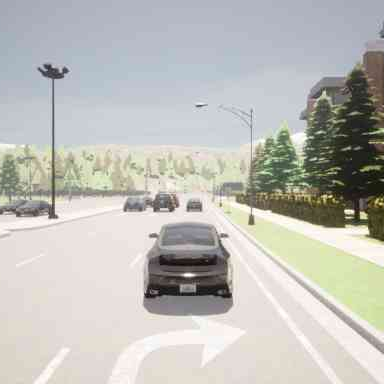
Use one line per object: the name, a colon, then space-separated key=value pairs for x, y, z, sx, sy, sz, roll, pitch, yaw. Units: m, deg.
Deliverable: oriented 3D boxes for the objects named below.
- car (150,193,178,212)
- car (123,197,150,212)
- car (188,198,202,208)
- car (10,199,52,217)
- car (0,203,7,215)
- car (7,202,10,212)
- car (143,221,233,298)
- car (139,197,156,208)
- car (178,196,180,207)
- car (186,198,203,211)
car: x=-3.216 y=1.221 z=38.798 sx=2.150 sy=2.045 sz=5.566 roll=0 pitch=0 yaw=1
car: x=-6.705 y=1.352 z=39.537 sx=2.097 sy=1.767 sz=4.553 roll=0 pitch=0 yaw=1
car: x=0.450 y=1.564 z=49.671 sx=1.994 sy=1.385 sz=4.181 roll=0 pitch=0 yaw=1
car: x=-14.894 y=1.526 z=31.707 sx=1.812 sy=1.442 sz=4.674 roll=0 pitch=0 yaw=1
car: x=-15.030 y=1.222 z=21.899 sx=2.150 sy=2.045 sz=5.566 roll=0 pitch=0 yaw=1
car: x=-18.348 y=1.526 z=35.080 sx=1.812 sy=1.442 sz=4.674 roll=0 pitch=0 yaw=1
car: x=-0.085 y=1.504 z=8.473 sx=1.837 sy=1.490 sz=4.892 roll=0 pitch=0 yaw=0
car: x=-6.554 y=1.505 z=49.464 sx=1.837 sy=1.490 sz=4.892 roll=0 pitch=0 yaw=1
car: x=-3.054 y=1.221 z=49.441 sx=2.150 sy=2.045 sz=5.566 roll=0 pitch=0 yaw=1
car: x=0.297 y=1.492 z=39.606 sx=2.128 sy=1.511 sz=4.902 roll=0 pitch=0 yaw=1
